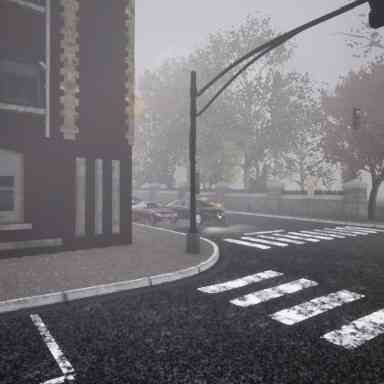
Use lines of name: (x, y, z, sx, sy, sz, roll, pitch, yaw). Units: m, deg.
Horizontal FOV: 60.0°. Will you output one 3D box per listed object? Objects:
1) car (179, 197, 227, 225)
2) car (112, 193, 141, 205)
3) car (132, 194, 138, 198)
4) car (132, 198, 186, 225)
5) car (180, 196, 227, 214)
car: (0.164, 1.208, 21.687, 1.837, 1.490, 4.892, 0, 1, -39)
car: (-8.681, 0.864, 43.876, 2.008, 1.369, 4.403, 1, 0, -36)
car: (-5.688, 1.029, 29.833, 1.837, 1.490, 4.892, 0, 1, -36)
car: (-2.503, 1.257, 21.022, 1.802, 1.307, 4.206, 2, 0, -36)
car: (0.950, 1.130, 30.551, 1.752, 1.417, 4.829, 1, 0, -36)
